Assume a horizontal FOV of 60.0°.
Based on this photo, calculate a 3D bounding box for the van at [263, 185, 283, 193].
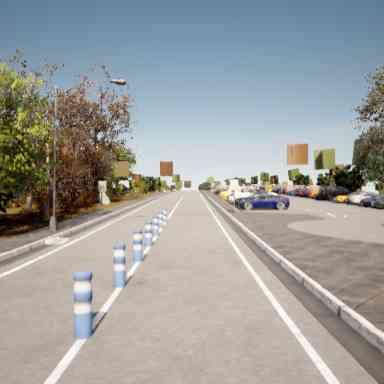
[{"bbox_3d":[20.442,-0.776,84.124,4.442,1.987,1.878,0,1,0],"label":"van"}]

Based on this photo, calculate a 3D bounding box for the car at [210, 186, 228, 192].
[{"bbox_3d":[7.262,-0.804,89.777,4.553,1.767,2.185,0,1,0],"label":"car"}]

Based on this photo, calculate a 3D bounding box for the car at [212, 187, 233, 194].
[{"bbox_3d":[7.206,-0.412,78.679,4.892,1.521,2.231,0,1,0],"label":"car"}]

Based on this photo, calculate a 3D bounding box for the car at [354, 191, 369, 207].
[{"bbox_3d":[19.875,0.856,34.174,4.792,1.488,2.163,0,2,0],"label":"car"}]

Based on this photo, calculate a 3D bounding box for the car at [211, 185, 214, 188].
[{"bbox_3d":[7.124,-0.251,73.129,4.792,1.488,2.163,0,1,0],"label":"car"}]

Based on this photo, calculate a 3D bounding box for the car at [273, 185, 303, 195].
[{"bbox_3d":[20.180,-0.467,70.152,5.566,2.045,2.435,0,1,0],"label":"car"}]

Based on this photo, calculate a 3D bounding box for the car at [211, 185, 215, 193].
[{"bbox_3d":[7.100,-0.185,70.354,4.792,1.488,2.163,0,1,0],"label":"car"}]

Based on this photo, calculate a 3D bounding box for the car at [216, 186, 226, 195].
[{"bbox_3d":[6.781,0.283,51.060,5.366,1.575,1.946,0,2,0],"label":"car"}]

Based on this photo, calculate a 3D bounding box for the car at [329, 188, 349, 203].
[{"bbox_3d":[19.766,0.643,39.712,5.366,1.575,1.946,0,2,0],"label":"car"}]

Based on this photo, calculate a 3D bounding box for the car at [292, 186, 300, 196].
[{"bbox_3d":[20.120,0.154,56.315,4.792,1.488,2.163,0,1,0],"label":"car"}]

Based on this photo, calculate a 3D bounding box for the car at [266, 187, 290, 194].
[{"bbox_3d":[20.272,-0.415,78.467,5.008,1.535,2.097,0,1,0],"label":"car"}]

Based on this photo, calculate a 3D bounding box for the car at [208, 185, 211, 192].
[{"bbox_3d":[6.991,-0.350,75.905,5.366,1.575,1.946,0,1,0],"label":"car"}]

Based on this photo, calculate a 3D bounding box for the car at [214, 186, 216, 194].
[{"bbox_3d":[7.088,0.015,62.027,4.792,1.488,2.163,0,1,0],"label":"car"}]

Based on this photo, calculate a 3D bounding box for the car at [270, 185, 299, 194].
[{"bbox_3d":[20.203,-0.533,72.921,5.566,2.045,2.435,0,1,0],"label":"car"}]

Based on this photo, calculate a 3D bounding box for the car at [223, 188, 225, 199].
[{"bbox_3d":[6.902,0.560,42.614,4.892,1.521,2.231,0,2,0],"label":"car"}]

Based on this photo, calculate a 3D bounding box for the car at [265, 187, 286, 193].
[{"bbox_3d":[20.305,-0.444,81.361,4.674,1.452,2.002,0,1,0],"label":"car"}]

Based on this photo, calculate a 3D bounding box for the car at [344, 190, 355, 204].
[{"bbox_3d":[19.925,0.777,36.943,4.674,1.452,2.002,0,2,0],"label":"car"}]

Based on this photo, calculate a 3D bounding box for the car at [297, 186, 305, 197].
[{"bbox_3d":[20.098,0.228,53.677,4.792,1.488,2.163,0,2,1],"label":"car"}]

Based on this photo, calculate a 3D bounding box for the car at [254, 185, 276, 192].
[{"bbox_3d":[20.367,-1.000,92.432,5.566,2.045,2.435,0,1,0],"label":"car"}]

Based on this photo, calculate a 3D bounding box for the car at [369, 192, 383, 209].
[{"bbox_3d":[19.913,0.788,31.525,4.553,1.767,2.185,0,2,0],"label":"car"}]

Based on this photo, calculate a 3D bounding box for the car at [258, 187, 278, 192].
[{"bbox_3d":[20.366,-0.680,89.544,5.008,1.535,2.097,0,1,0],"label":"car"}]

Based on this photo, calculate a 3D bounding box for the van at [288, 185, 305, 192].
[{"bbox_3d":[20.006,-0.173,59.061,4.442,1.987,1.878,0,1,0],"label":"van"}]

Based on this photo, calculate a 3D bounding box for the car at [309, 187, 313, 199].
[{"bbox_3d":[19.993,0.405,48.016,4.792,1.488,2.163,0,2,0],"label":"car"}]

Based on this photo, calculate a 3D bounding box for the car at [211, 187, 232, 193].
[{"bbox_3d":[7.217,-0.479,81.454,4.892,1.521,2.231,0,1,0],"label":"car"}]

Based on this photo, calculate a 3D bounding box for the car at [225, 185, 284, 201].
[{"bbox_3d":[6.877,0.489,37.056,5.566,2.045,2.435,0,2,0],"label":"car"}]

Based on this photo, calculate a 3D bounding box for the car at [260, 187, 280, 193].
[{"bbox_3d":[20.346,-0.573,86.775,4.674,1.452,2.002,0,1,0],"label":"car"}]

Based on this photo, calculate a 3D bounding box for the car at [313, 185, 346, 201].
[{"bbox_3d":[20.026,0.214,45.238,5.566,2.045,2.435,0,2,0],"label":"car"}]

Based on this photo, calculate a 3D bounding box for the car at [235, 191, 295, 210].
[{"bbox_3d":[6.772,0.951,31.517,4.792,1.488,2.163,0,2,0],"label":"car"}]

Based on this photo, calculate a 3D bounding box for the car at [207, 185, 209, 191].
[{"bbox_3d":[7.061,-0.549,84.231,5.366,1.575,1.946,0,1,0],"label":"car"}]

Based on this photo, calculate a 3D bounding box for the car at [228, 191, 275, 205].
[{"bbox_3d":[7.057,0.646,39.838,5.366,1.575,1.946,0,2,0],"label":"car"}]

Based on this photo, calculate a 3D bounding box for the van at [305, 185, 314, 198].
[{"bbox_3d":[20.162,0.057,50.899,4.442,1.987,1.878,0,2,0],"label":"van"}]

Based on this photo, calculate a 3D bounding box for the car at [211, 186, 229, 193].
[{"bbox_3d":[7.238,-0.738,87.002,4.553,1.767,2.185,0,1,0],"label":"car"}]

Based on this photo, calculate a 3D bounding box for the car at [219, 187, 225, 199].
[{"bbox_3d":[6.733,0.465,45.390,5.366,1.575,1.946,0,2,0],"label":"car"}]

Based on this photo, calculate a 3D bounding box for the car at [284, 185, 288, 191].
[{"bbox_3d":[20.143,-0.017,61.851,5.008,1.535,2.097,0,1,0],"label":"car"}]

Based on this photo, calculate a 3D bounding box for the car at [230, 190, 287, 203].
[{"bbox_3d":[6.830,0.830,34.290,5.008,1.535,2.097,0,2,0],"label":"car"}]

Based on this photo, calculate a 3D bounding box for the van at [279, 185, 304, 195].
[{"bbox_3d":[20.068,-0.375,67.385,4.442,1.987,1.878,0,1,0],"label":"van"}]

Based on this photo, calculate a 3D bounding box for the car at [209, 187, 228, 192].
[{"bbox_3d":[7.311,-0.745,92.556,5.008,1.535,2.097,0,1,0],"label":"car"}]
